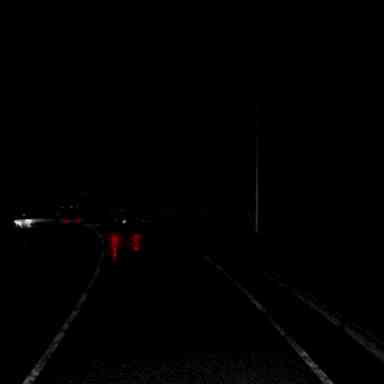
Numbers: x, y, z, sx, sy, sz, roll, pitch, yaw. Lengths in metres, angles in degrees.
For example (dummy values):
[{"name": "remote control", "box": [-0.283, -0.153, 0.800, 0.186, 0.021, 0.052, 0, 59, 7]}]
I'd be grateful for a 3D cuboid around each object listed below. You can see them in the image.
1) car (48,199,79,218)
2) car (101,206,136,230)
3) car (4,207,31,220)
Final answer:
[{"name": "car", "box": [-14.970, 1.891, 38.645, 2.150, 2.045, 5.566, -2, -1, -39]}, {"name": "car", "box": [-5.057, 1.676, 22.669, 1.812, 1.442, 4.674, -1, 0, -22]}, {"name": "car", "box": [-20.846, 2.500, 39.531, 4.902, 1.511, 2.128, -4, -1, 45]}]
